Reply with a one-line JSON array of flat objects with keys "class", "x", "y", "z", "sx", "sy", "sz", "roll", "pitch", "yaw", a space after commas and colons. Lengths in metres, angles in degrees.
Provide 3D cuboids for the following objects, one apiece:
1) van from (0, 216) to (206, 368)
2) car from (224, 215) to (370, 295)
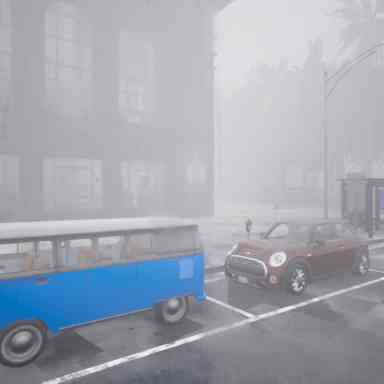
[{"class": "van", "x": -1.660, "y": 1.341, "z": 5.467, "sx": 3.998, "sy": 1.788, "sz": 1.690, "roll": 0, "pitch": 0, "yaw": -35}, {"class": "car", "x": 2.761, "y": 1.439, "z": 8.613, "sx": 4.097, "sy": 1.590, "sz": 1.967, "roll": 0, "pitch": 0, "yaw": -35}]
